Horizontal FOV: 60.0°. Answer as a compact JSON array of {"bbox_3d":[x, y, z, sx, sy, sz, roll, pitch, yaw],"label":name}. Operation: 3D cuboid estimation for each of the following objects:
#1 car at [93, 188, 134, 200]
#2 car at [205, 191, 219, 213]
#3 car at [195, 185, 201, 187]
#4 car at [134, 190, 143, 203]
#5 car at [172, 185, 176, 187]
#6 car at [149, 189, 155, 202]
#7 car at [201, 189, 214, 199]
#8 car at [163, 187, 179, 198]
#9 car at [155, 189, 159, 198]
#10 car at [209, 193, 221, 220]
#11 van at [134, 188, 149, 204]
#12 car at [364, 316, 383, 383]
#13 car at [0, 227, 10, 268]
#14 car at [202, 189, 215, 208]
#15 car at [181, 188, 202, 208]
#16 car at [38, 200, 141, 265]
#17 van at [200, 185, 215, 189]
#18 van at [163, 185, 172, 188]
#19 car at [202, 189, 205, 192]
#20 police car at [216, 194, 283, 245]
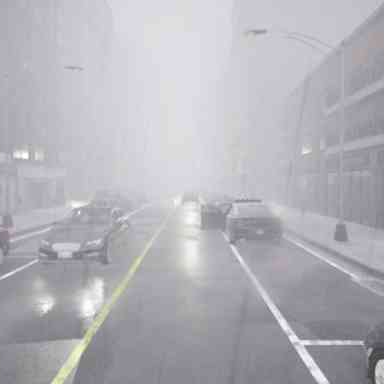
[{"bbox_3d":[-5.984,0.728,24.402,2.192,1.841,5.009,0,1,0],"label":"car"},{"bbox_3d":[2.512,0.843,30.132,1.947,1.339,4.313,0,1,0],"label":"car"},{"bbox_3d":[2.252,-0.518,79.986,1.967,1.590,4.097,0,1,0],"label":"car"},{"bbox_3d":[-6.013,0.828,30.073,2.008,1.369,4.403,0,1,0],"label":"car"},{"bbox_3d":[-6.332,-0.926,91.090,2.192,1.841,5.009,0,1,0],"label":"car"},{"bbox_3d":[-6.071,0.534,41.237,1.752,1.417,4.829,0,1,0],"label":"car"},{"bbox_3d":[2.393,0.243,52.972,1.752,1.417,4.829,0,1,0],"label":"car"},{"bbox_3d":[-3.276,0.322,53.067,1.895,1.301,4.718,0,1,0],"label":"car"},{"bbox_3d":[-6.101,0.393,46.904,1.752,1.417,4.829,0,1,0],"label":"car"},{"bbox_3d":[2.542,0.979,24.465,1.947,1.339,4.313,0,1,0],"label":"car"},{"bbox_3d":[-6.043,0.483,35.735,1.690,1.788,3.998,0,1,0],"label":"van"},{"bbox_3d":[2.660,1.505,1.793,2.008,1.369,4.403,0,1,0],"label":"car"},{"bbox_3d":[-5.895,1.364,7.407,1.887,1.381,4.507,0,1,0],"label":"car"},{"bbox_3d":[2.482,0.693,35.798,2.008,1.369,4.403,0,1,0],"label":"car"},{"bbox_3d":[-0.148,0.614,37.134,1.837,1.490,4.892,0,1,0],"label":"car"},{"bbox_3d":[-3.154,1.233,10.678,2.128,1.511,4.902,0,1,0],"label":"car"},{"bbox_3d":[2.423,0.205,47.130,1.690,1.788,3.998,0,1,0],"label":"van"},{"bbox_3d":[-6.274,-0.616,79.922,1.690,1.788,3.998,0,1,0],"label":"van"},{"bbox_3d":[2.453,0.586,41.467,1.802,1.307,4.206,0,1,0],"label":"car"},{"bbox_3d":[2.296,1.091,13.875,1.930,1.638,5.238,0,1,0],"label":"police car"}]
